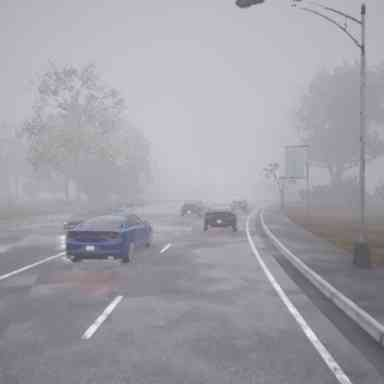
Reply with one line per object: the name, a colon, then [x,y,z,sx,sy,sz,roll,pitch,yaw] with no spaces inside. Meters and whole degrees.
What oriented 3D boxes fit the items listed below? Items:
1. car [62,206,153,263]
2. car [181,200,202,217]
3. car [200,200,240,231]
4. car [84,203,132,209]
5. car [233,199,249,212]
car: [-2.736,1.465,12.040,1.882,1.535,5.008,0,0,5]
car: [0.242,1.493,31.269,1.837,1.490,4.892,0,0,12]
car: [1.876,1.478,20.860,1.882,1.535,5.008,0,0,8]
car: [-5.571,1.520,19.826,2.033,1.411,5.357,0,0,8]
car: [5.573,1.499,38.740,2.128,1.511,4.902,0,0,14]
